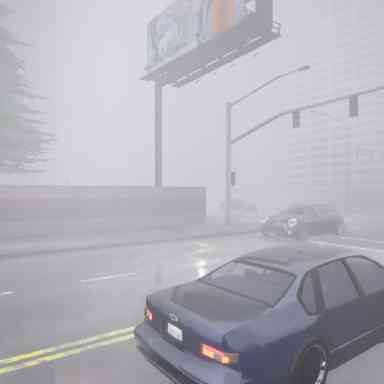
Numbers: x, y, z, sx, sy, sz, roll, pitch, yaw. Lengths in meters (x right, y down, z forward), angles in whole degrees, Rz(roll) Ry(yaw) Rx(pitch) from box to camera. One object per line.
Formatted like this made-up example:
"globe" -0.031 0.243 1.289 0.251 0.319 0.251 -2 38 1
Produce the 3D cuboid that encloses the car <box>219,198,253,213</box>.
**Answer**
"car" 5.092 1.478 36.865 1.882 1.535 5.008 0 0 -35

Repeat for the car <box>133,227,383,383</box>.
"car" 1.832 1.547 5.069 5.357 1.411 2.033 0 0 -37

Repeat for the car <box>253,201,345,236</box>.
"car" 5.535 1.352 16.513 4.553 1.767 2.097 0 0 -35
